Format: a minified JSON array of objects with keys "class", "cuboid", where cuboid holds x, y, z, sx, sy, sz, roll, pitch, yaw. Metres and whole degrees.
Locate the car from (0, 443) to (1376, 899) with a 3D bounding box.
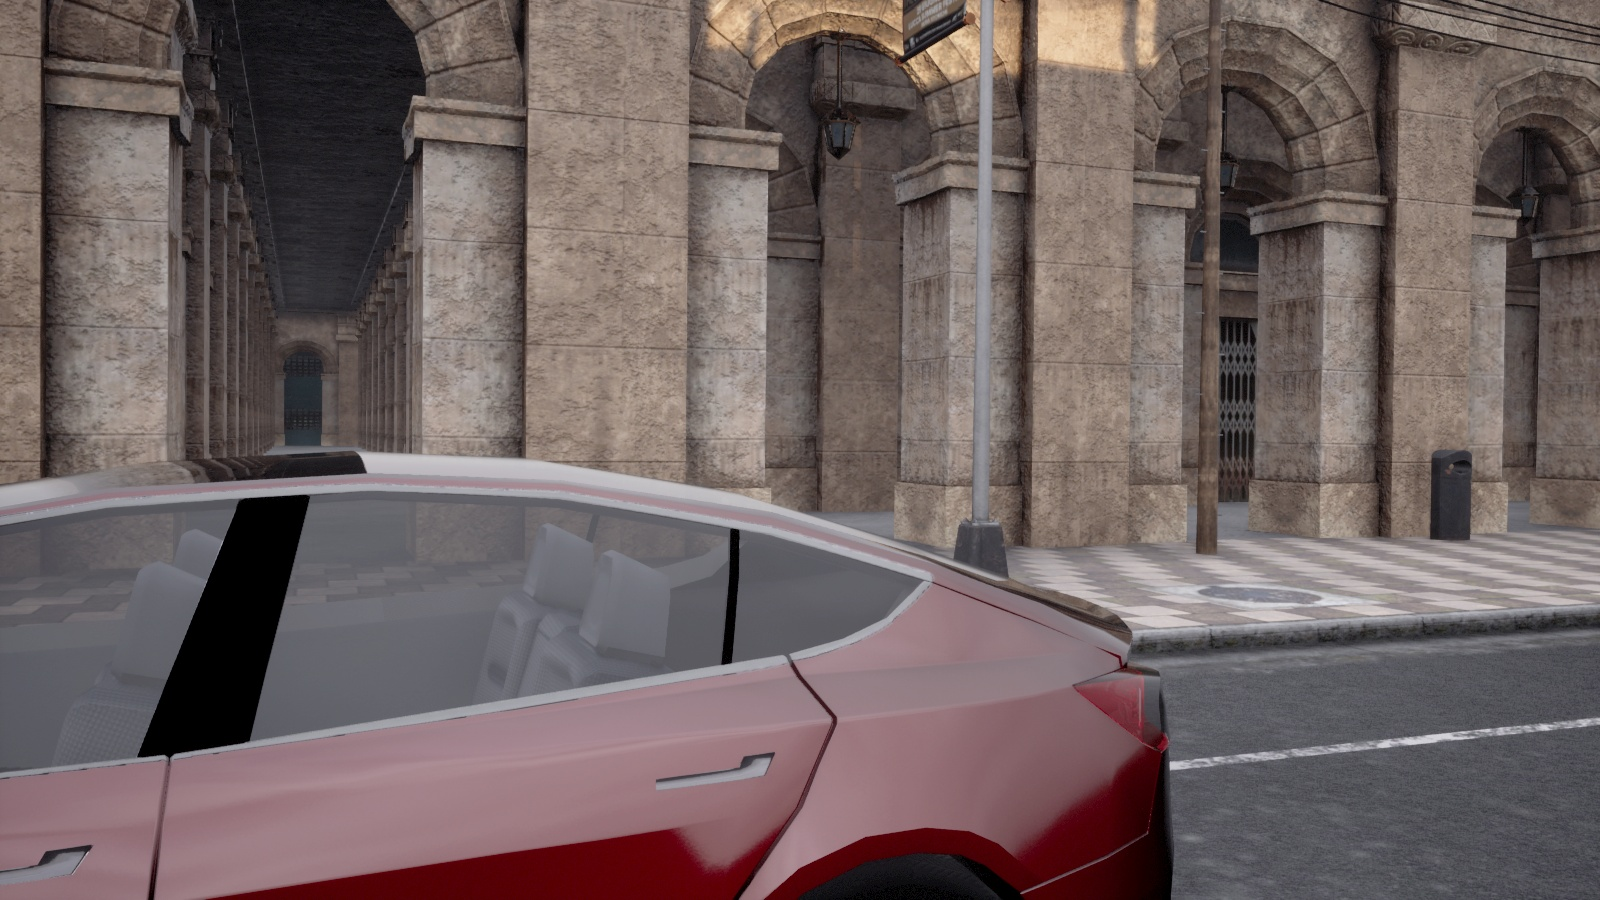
[{"class":"car","cuboid":[-1.450,0.769,2.707,4.792,1.488,2.163,-1,1,-21]}]
